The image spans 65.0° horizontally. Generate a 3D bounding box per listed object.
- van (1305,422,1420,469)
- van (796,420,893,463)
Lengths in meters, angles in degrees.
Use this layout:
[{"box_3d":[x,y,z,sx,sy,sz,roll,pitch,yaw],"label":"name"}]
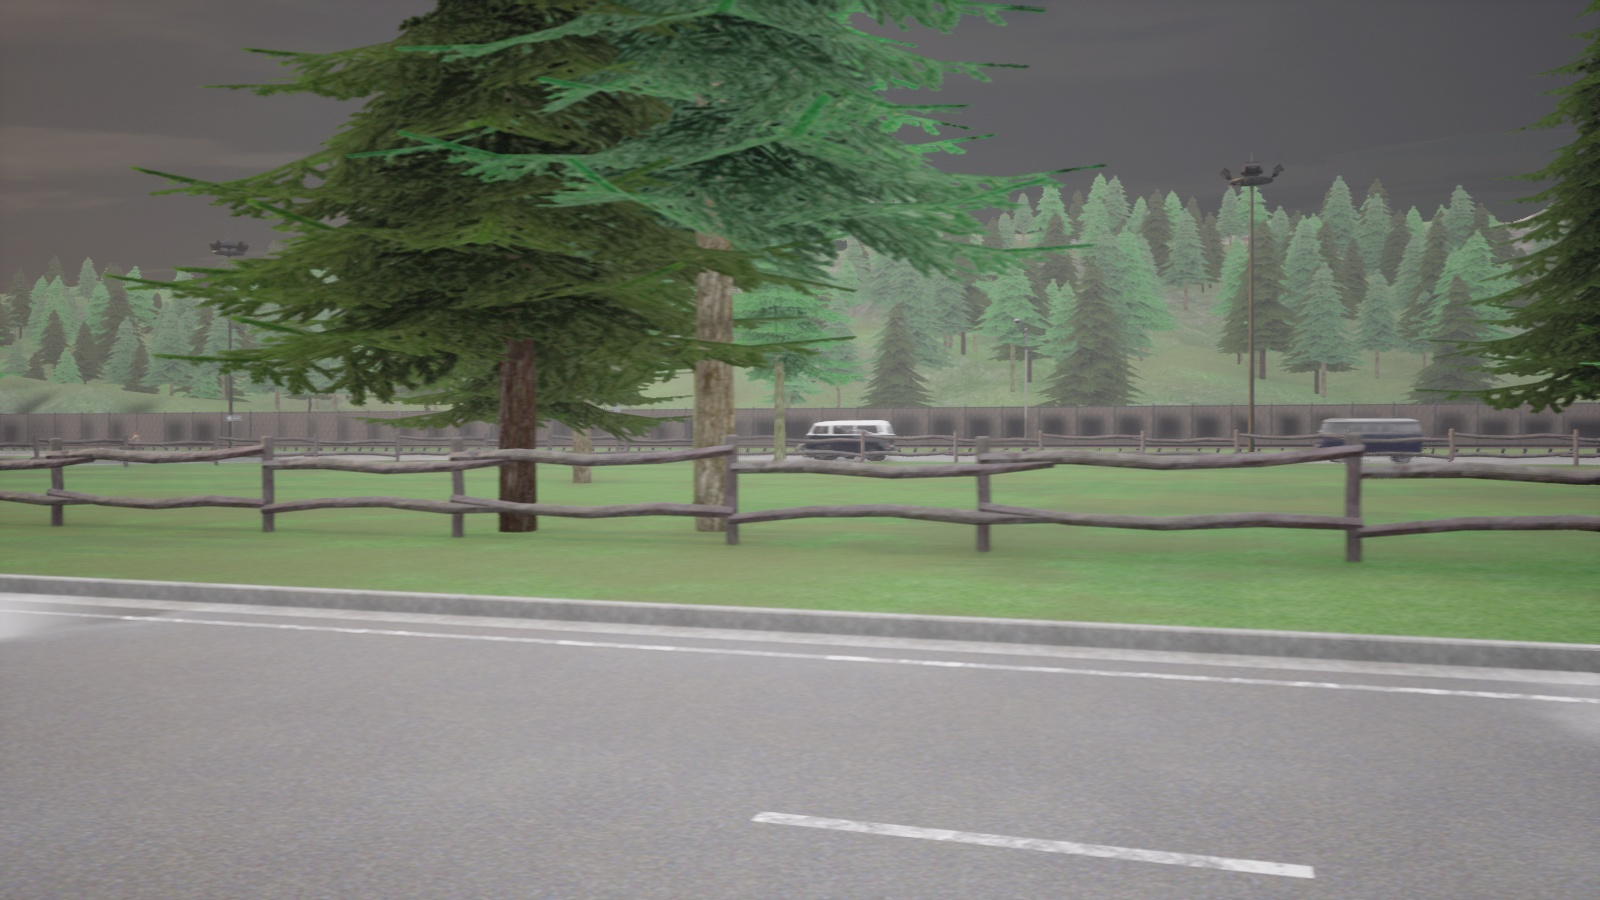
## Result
[{"box_3d":[24.815,-0.216,55.534,4.442,1.987,1.775,1,1,18],"label":"van"},{"box_3d":[2.237,-0.450,63.049,4.480,2.038,2.069,1,1,18],"label":"van"}]
